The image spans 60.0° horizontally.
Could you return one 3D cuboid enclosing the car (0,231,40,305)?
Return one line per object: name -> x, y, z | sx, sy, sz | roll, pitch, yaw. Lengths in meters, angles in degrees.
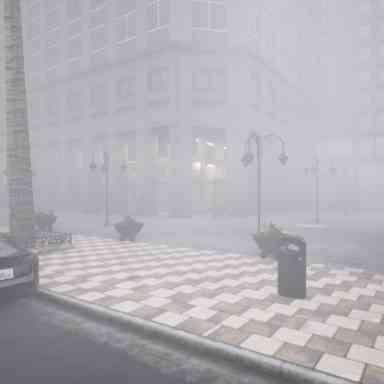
car -> -5.267, 1.513, 7.213 | 4.786, 1.482, 2.161 | 0, 0, 35
